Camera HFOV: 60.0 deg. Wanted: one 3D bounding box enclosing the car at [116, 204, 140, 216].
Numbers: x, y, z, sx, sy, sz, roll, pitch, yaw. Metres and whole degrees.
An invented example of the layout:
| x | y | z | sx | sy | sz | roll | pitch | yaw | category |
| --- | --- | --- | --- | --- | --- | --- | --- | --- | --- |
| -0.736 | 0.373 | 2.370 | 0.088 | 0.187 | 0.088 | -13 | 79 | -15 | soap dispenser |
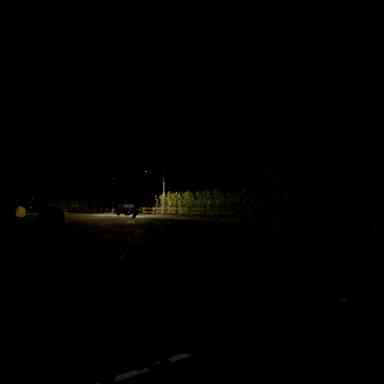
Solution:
| x | y | z | sx | sy | sz | roll | pitch | yaw | category |
| --- | --- | --- | --- | --- | --- | --- | --- | --- | --- |
| -10.752 | 2.963 | 55.611 | 2.150 | 2.045 | 5.566 | 1 | -3 | -35 | car |

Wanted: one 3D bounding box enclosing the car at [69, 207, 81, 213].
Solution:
| x | y | z | sx | sy | sz | roll | pitch | yaw | category |
| --- | --- | --- | --- | --- | --- | --- | --- | --- | --- |
| -31.501 | 4.772 | 89.605 | 2.097 | 1.767 | 4.553 | 1 | -3 | -35 | car |
